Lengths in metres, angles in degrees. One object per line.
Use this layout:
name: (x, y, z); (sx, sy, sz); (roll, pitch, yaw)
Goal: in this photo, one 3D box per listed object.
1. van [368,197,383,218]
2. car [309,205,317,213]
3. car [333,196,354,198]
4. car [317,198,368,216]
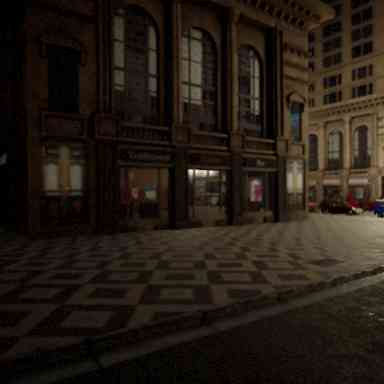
van: (19.261, 1.625, 31.212); (1.690, 1.788, 3.998); (0, 0, -35)
car: (12.989, 1.815, 40.104); (1.887, 1.381, 4.507); (0, 0, -35)
car: (19.949, 1.516, 45.025); (2.192, 1.841, 5.009); (-1, 0, -35)
car: (16.125, 1.717, 35.658); (1.967, 1.590, 4.097); (0, 0, -35)
